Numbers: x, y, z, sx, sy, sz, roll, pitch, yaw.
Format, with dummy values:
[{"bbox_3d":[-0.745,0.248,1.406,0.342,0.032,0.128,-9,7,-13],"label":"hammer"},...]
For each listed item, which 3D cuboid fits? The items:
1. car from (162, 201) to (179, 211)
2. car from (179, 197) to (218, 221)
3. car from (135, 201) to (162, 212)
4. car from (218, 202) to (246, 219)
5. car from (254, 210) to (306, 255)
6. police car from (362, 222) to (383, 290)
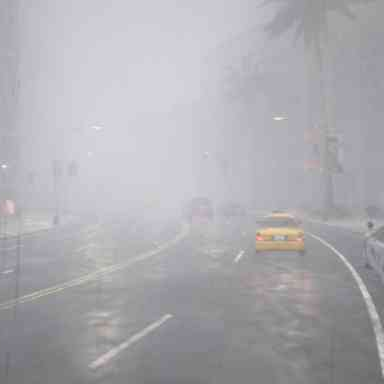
[{"bbox_3d":[-3.104,2.019,49.267,1.882,1.535,5.008,-1,-1,-31],"label":"car"},{"bbox_3d":[0.453,1.515,30.864,2.150,2.045,5.566,-1,0,-10],"label":"car"},{"bbox_3d":[-6.694,2.084,48.436,1.882,1.535,5.008,-1,-1,-33],"label":"car"},{"bbox_3d":[3.678,1.730,32.189,2.128,1.511,4.902,-1,-1,-11],"label":"car"},{"bbox_3d":[3.521,1.518,13.515,1.801,1.575,5.366,-1,-1,14],"label":"car"},{"bbox_3d":[5.415,1.394,8.070,1.930,1.638,5.238,-1,-1,20],"label":"police car"}]
